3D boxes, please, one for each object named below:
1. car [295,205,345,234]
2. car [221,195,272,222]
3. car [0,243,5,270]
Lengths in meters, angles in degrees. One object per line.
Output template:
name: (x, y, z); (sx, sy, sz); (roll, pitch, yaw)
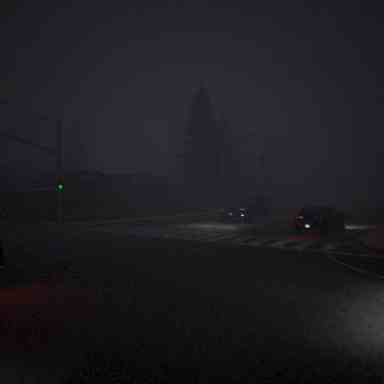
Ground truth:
car: (7.601, 1.540, 19.601); (1.837, 1.490, 4.892); (-1, -1, 38)
car: (4.593, 1.305, 27.329); (2.150, 2.045, 5.566); (-1, 0, 38)
car: (-6.937, 1.566, 8.942); (4.902, 1.511, 2.128); (-1, 0, 36)
